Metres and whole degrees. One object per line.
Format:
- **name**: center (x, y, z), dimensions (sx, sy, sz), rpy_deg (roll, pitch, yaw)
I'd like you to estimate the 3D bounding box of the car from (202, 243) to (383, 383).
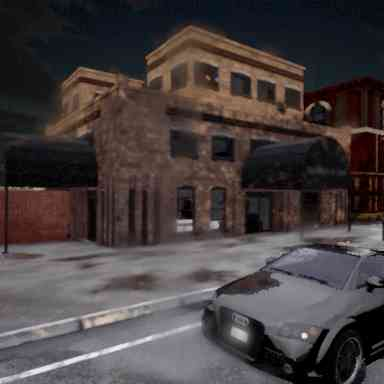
- **car**: center (2.203, 1.565, 5.257), dimensions (4.181, 1.385, 1.994), rpy_deg (0, 0, -36)
